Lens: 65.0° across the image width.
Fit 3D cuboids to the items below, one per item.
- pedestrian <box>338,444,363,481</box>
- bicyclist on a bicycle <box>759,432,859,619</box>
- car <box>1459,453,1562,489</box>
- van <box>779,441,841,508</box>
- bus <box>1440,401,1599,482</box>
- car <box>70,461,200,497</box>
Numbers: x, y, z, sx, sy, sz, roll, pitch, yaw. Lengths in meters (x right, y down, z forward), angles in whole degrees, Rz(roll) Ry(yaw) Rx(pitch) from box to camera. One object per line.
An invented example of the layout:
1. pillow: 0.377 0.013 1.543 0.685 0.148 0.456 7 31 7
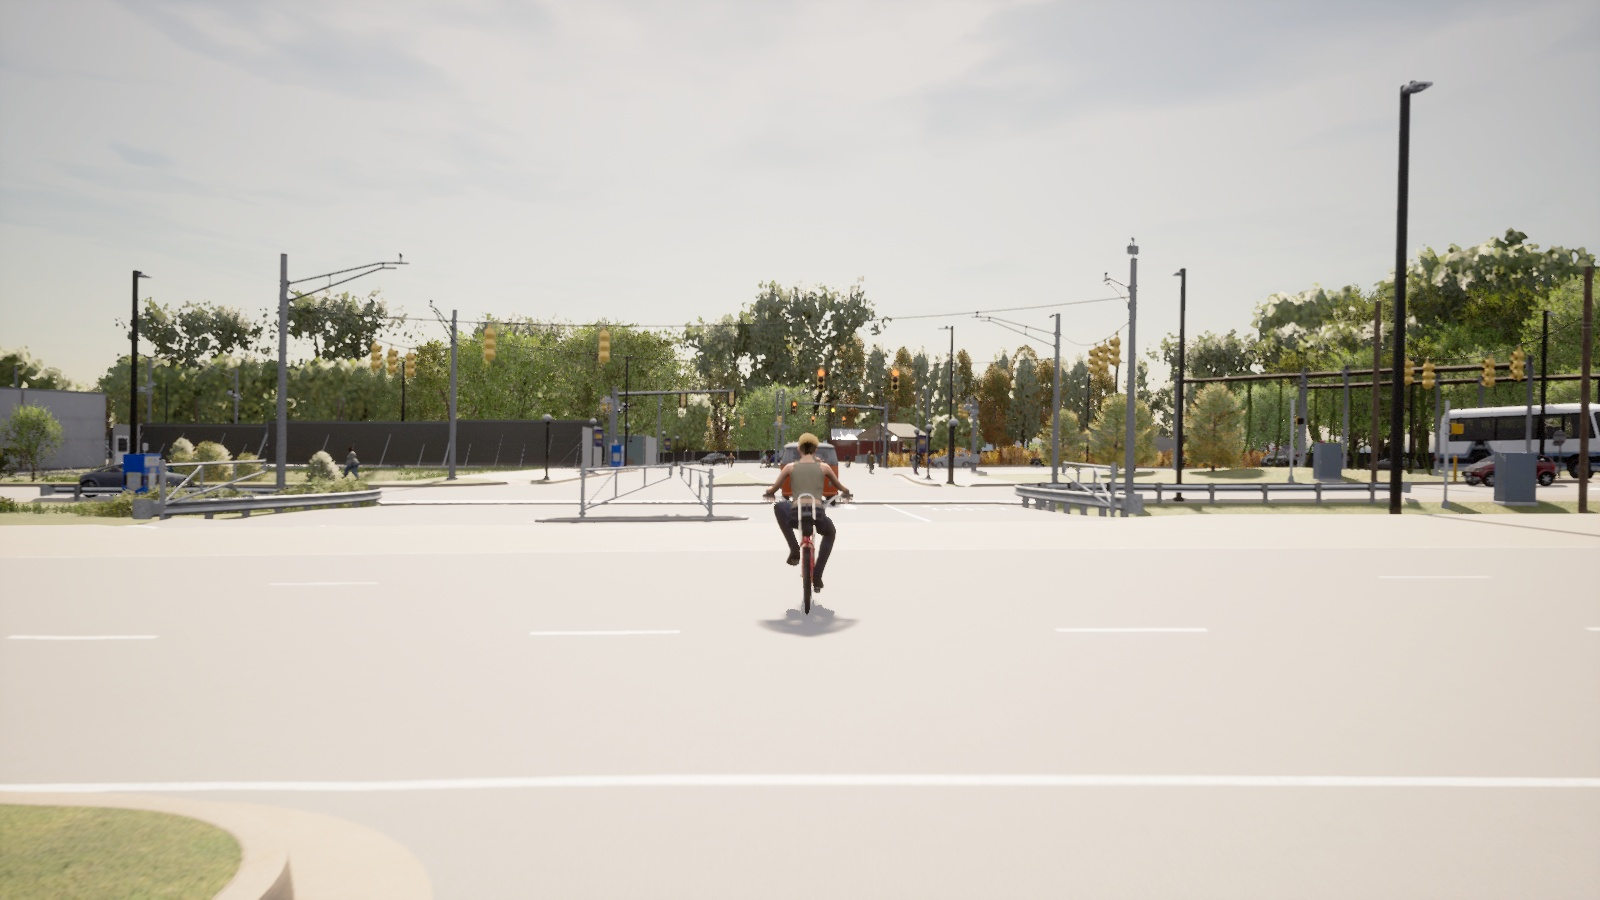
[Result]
1. pedestrian: -22.786 0.627 63.613 0.900 1.855 0.874 1 1 2
2. bicyclist on a bicycle: 0.089 0.646 11.617 0.866 1.612 1.509 0 1 1
3. car: 32.382 0.931 57.274 3.705 1.549 1.789 -1 1 -1
4. van: 0.272 0.727 40.196 1.775 1.987 4.442 0 1 -2
5. bus: 41.909 -0.330 70.578 3.944 4.253 10.273 1 -1 -25
6. car: -26.764 1.160 50.650 4.181 1.385 1.994 0 1 0
